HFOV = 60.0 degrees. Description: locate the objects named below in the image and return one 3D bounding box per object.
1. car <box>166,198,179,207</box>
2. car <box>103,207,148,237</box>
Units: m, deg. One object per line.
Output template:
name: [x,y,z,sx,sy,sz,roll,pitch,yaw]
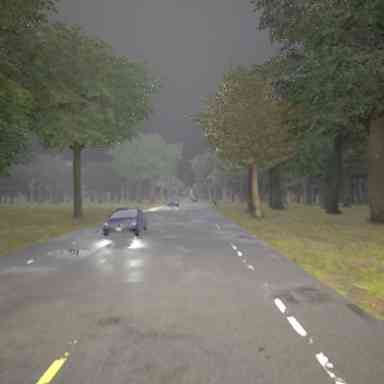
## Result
car: [-3.535,1.862,60.785,2.097,1.767,4.553,0,-1,1]
car: [-3.600,1.582,18.635,1.812,1.442,4.674,0,0,0]
